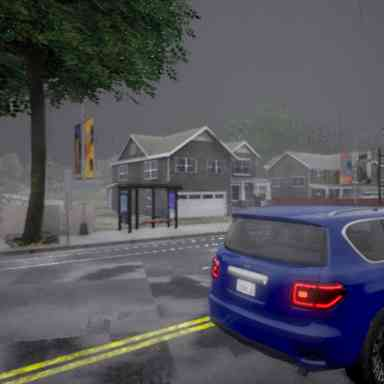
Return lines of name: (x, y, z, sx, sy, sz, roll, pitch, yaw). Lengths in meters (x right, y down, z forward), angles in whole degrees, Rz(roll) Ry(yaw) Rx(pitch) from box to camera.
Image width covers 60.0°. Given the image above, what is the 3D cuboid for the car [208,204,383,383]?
car: (2.833, 1.220, 5.468, 5.566, 2.045, 2.150, 0, 0, -35)
